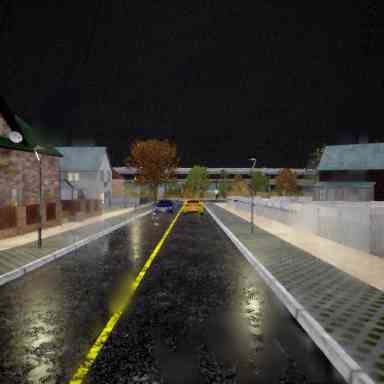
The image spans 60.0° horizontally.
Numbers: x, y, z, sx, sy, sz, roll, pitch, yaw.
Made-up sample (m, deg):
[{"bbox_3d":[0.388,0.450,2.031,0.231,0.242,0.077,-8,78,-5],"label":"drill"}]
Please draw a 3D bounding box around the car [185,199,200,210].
[{"bbox_3d":[0.123,1.602,44.551,1.895,1.301,4.718,0,0,0],"label":"car"}]

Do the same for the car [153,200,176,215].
[{"bbox_3d":[-2.780,1.519,34.604,1.812,1.442,4.674,0,0,1],"label":"car"}]

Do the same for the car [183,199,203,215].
[{"bbox_3d":[0.118,1.471,34.017,1.882,1.535,5.008,0,0,0],"label":"car"}]
